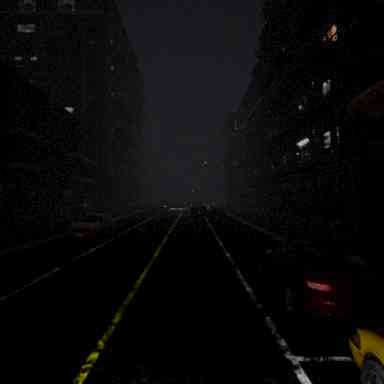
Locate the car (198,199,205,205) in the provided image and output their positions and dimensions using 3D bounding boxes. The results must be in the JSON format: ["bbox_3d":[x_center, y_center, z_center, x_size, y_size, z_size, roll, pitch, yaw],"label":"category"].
[{"bbox_3d":[2.526,2.695,90.129,1.967,1.590,4.097,1,-1,0],"label":"car"}]

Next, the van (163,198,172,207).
[{"bbox_3d":[-5.346,2.333,73.594,1.690,1.788,3.998,2,-1,0],"label":"van"}]

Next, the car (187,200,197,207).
[{"bbox_3d":[-0.054,2.401,71.210,2.033,1.411,5.357,0,-1,0],"label":"car"}]

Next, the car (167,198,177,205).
[{"bbox_3d":[-5.359,2.570,90.185,2.192,1.841,5.009,1,-1,0],"label":"car"}]

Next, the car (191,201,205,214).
[{"bbox_3d":[0.790,2.039,45.685,1.801,1.575,5.366,0,-1,0],"label":"car"}]

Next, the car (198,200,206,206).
[{"bbox_3d":[2.520,2.710,84.596,1.887,1.381,4.507,1,-1,0],"label":"car"}]

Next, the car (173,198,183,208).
[{"bbox_3d":[-2.823,2.383,64.676,1.812,1.442,4.674,0,-1,1],"label":"car"}]

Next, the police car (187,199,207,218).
[{"bbox_3d":[0.682,1.871,35.600,1.930,1.638,5.238,0,-1,0],"label":"police car"}]

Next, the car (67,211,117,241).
[{"bbox_3d":[-5.307,1.744,18.129,1.752,1.417,4.829,2,-1,0],"label":"car"}]

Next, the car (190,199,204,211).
[{"bbox_3d":[0.785,2.017,51.467,2.097,1.767,4.553,0,-1,0],"label":"car"}]

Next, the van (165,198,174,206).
[{"bbox_3d":[-5.351,2.419,79.126,1.690,1.788,3.998,1,-1,0],"label":"van"}]

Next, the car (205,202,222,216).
[{"bbox_3d":[2.554,2.038,40.527,1.752,1.417,4.829,1,-1,0],"label":"car"}]

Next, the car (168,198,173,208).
[{"bbox_3d":[-5.337,2.141,62.537,2.192,1.841,5.009,2,-1,0],"label":"car"}]

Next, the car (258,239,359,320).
[{"bbox_3d":[2.579,1.668,7.178,1.802,1.307,4.206,2,-1,0],"label":"car"}]

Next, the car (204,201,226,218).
[{"bbox_3d":[2.558,1.980,34.825,1.887,1.381,4.507,1,-1,0],"label":"car"}]

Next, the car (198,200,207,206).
[{"bbox_3d":[2.525,2.622,79.067,1.887,1.381,4.507,1,-1,0],"label":"car"}]

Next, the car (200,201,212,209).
[{"bbox_3d":[2.537,2.377,62.477,2.008,1.369,4.403,1,-1,0],"label":"car"}]

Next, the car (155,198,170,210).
[{"bbox_3d":[-5.338,2.269,56.833,1.752,1.417,4.829,2,-1,0],"label":"car"}]

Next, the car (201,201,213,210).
[{"bbox_3d":[2.541,2.290,56.946,1.887,1.381,4.507,1,-1,0],"label":"car"}]

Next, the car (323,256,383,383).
[{"bbox_3d":[2.585,1.549,1.819,1.752,1.417,4.829,2,-1,0],"label":"car"}]

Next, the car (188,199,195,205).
[{"bbox_3d":[-0.065,2.597,86.214,1.837,1.490,4.892,0,-1,0],"label":"car"}]
